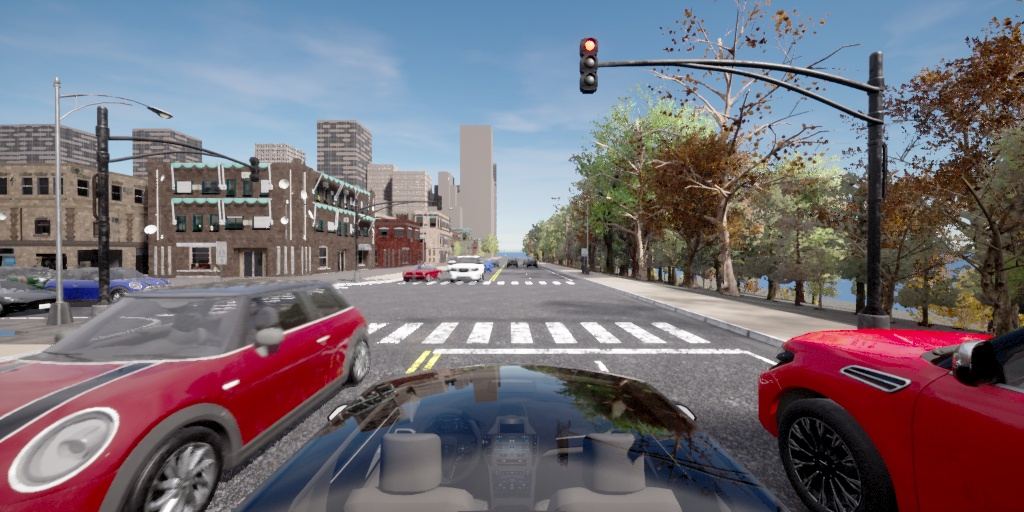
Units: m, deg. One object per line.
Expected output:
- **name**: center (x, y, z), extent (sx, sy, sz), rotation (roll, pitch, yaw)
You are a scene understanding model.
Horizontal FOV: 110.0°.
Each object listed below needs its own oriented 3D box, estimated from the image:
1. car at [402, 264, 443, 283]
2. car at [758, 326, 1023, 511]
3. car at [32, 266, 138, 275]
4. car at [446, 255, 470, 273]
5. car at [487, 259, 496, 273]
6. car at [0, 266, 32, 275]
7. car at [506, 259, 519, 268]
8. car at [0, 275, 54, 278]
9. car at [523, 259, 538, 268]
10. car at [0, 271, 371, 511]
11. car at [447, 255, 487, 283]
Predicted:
- **car**: center (-6.941, 1.344, 28.163), extent (1.895, 1.301, 4.718), rotation (0, 0, 4)
- **car**: center (3.347, 0.972, 0.922), extent (2.150, 2.045, 5.566), rotation (0, 0, 0)
- **car**: center (-18.101, 1.303, 16.314), extent (4.553, 1.767, 2.097), rotation (-1, 1, 1)
- **car**: center (-6.630, 0.956, 44.808), extent (2.150, 2.045, 5.566), rotation (0, 0, 0)
- **car**: center (-3.379, 1.213, 43.789), extent (1.882, 1.535, 5.008), rotation (0, 0, 0)
- **car**: center (-27.670, 1.380, 19.550), extent (4.553, 1.767, 2.097), rotation (-1, 1, 0)
- **car**: center (0.062, 1.227, 61.790), extent (1.837, 1.490, 4.892), rotation (0, -2, 0)
- **car**: center (-19.959, 1.565, 13.661), extent (4.313, 1.339, 1.948), rotation (0, 0, 0)
- **car**: center (3.307, 1.230, 60.871), extent (1.837, 1.490, 4.892), rotation (0, -1, 0)
- **car**: center (-3.355, 1.101, 3.946), extent (2.097, 1.767, 4.553), rotation (0, 0, 0)
- **car**: center (-3.369, 0.964, 27.678), extent (2.150, 2.045, 5.566), rotation (0, 0, 0)
